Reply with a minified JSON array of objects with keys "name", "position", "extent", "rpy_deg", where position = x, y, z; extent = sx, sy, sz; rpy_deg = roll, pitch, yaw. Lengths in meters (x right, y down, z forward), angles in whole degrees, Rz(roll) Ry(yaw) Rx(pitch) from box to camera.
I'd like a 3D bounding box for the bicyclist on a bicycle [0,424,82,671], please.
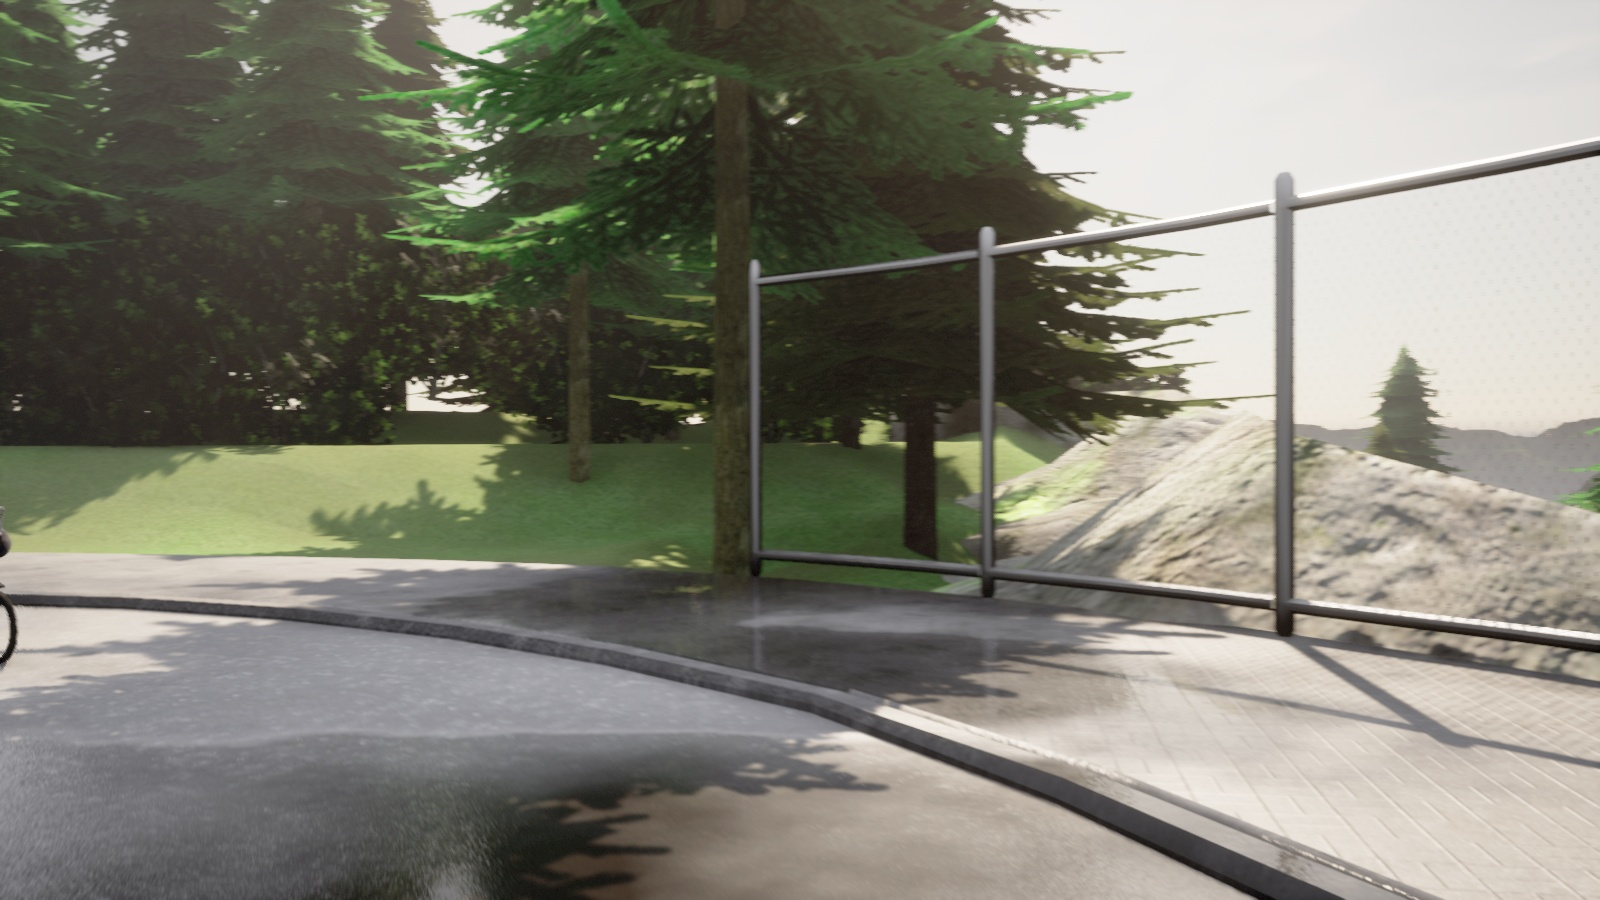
[{"name":"bicyclist on a bicycle","position":[-5.876,0.641,8.661],"extent":[1.509,1.612,0.866],"rpy_deg":[0,2,27]}]
